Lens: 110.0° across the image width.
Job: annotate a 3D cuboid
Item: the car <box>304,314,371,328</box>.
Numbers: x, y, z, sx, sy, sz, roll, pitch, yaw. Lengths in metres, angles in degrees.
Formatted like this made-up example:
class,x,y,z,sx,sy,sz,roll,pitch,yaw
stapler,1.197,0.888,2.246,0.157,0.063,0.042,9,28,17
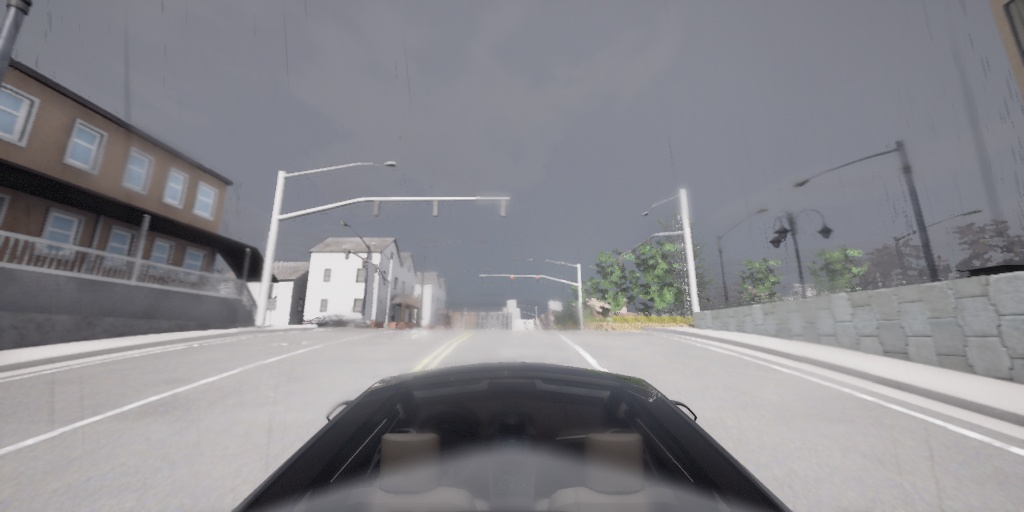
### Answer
class,x,y,z,sx,sy,sz,roll,pitch,yaw
car,-13.427,5.261,27.547,4.902,1.511,2.128,-7,-12,-1
